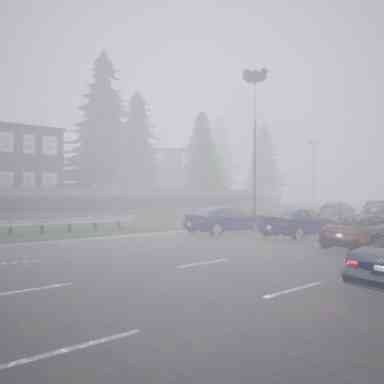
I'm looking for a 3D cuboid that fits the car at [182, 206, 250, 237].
[{"bbox_3d":[1.783,1.511,18.427,5.008,1.535,1.882,1,0,-39],"label":"car"}]

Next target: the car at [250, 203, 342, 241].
[{"bbox_3d":[5.403,1.517,16.940,5.008,1.535,1.882,1,-1,-41],"label":"car"}]

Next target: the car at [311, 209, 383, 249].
[{"bbox_3d":[7.025,1.601,13.735,4.181,1.385,1.994,0,0,-40],"label":"car"}]

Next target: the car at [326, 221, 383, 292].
[{"bbox_3d":[5.742,1.573,8.157,5.357,1.411,2.033,0,0,-38],"label":"car"}]

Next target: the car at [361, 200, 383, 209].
[{"bbox_3d":[15.144,1.427,26.758,2.097,1.767,4.553,0,0,41],"label":"car"}]

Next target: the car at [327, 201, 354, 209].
[{"bbox_3d":[12.907,1.567,29.507,2.128,1.511,4.902,0,0,40],"label":"car"}]
